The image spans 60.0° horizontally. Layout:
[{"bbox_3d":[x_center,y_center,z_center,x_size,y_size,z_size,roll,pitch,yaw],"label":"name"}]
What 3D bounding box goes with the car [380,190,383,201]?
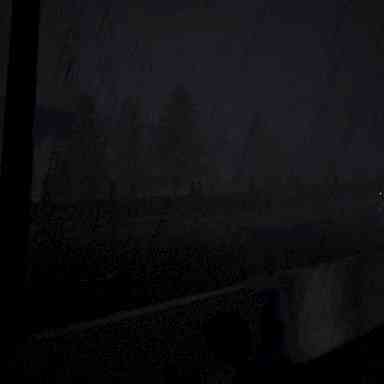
[{"bbox_3d":[19.109,-0.061,30.512,4.892,1.490,1.837,-5,3,-35],"label":"car"}]
